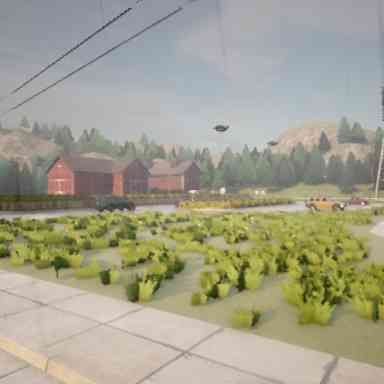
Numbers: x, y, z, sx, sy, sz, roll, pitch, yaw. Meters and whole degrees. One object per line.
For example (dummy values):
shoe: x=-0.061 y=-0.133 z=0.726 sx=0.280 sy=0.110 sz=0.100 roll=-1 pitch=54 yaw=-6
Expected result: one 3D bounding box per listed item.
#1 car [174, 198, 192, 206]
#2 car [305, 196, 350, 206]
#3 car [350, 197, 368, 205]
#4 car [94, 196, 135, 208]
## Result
car: x=-0.892 y=1.783 z=55.144 sx=1.882 sy=1.535 sz=5.008 roll=-1 pitch=0 yaw=36
car: x=16.257 y=1.406 z=40.502 sx=4.605 sy=1.855 sz=1.932 roll=-1 pitch=0 yaw=35
car: x=29.002 y=1.621 z=59.020 sx=3.905 sy=1.438 sz=1.784 roll=-1 pitch=0 yaw=35
car: x=-9.808 y=1.521 z=42.513 sx=2.150 sy=2.045 sz=5.566 roll=-1 pitch=0 yaw=37
